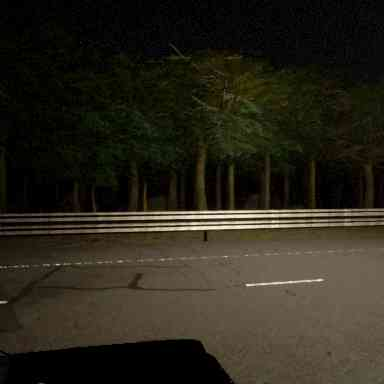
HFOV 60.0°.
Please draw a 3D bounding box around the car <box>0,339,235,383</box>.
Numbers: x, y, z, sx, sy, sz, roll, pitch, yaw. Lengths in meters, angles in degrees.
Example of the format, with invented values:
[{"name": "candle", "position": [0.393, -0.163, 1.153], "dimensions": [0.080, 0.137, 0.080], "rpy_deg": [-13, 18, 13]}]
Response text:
[{"name": "car", "position": [-1.825, 1.601, 1.859], "dimensions": [4.718, 1.301, 1.895], "rpy_deg": [0, 0, -13]}]
